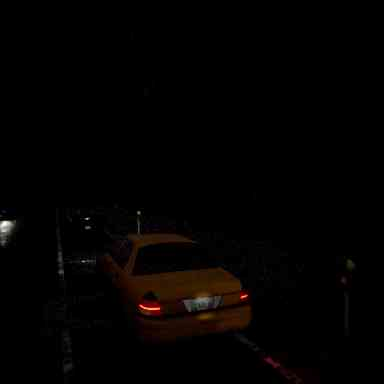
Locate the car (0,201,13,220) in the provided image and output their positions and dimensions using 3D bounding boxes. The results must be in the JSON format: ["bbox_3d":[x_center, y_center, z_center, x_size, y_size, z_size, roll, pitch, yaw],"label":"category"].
[{"bbox_3d":[-16.266,1.479,27.914,1.882,1.535,5.008,0,0,-22],"label":"car"}]

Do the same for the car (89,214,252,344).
[{"bbox_3d":[-0.835,1.457,6.777,1.801,1.575,5.366,0,0,-22],"label":"car"}]

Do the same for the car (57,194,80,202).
[{"bbox_3d":[-12.362,1.317,34.062,2.192,1.841,5.009,0,0,-22],"label":"car"}]

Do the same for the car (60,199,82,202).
[{"bbox_3d":[-10.263,1.567,28.953,1.947,1.339,4.313,0,0,-22],"label":"car"}]

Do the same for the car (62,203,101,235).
[{"bbox_3d":[-6.064,1.552,18.735,2.008,1.369,4.403,0,0,-22],"label":"car"}]

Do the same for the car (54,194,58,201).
[{"bbox_3d":[-31.408,1.471,79.659,1.967,1.590,4.097,0,0,-24],"label":"car"}]

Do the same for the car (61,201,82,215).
[{"bbox_3d":[-8.163,1.552,23.844,2.008,1.369,4.403,0,0,-22],"label":"car"}]

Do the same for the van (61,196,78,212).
[{"bbox_3d":[-14.462,1.343,39.171,1.690,1.788,3.998,0,0,-22],"label":"van"}]
